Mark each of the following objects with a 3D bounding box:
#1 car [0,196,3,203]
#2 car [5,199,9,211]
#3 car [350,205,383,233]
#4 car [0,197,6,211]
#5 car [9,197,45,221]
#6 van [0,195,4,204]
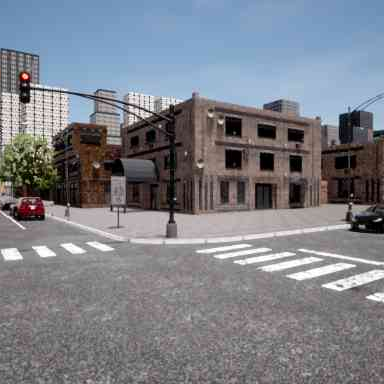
[{"bbox_3d":[-40.741,1.615,69.506,1.752,1.417,4.829,0,0,-33],"label":"car"},{"bbox_3d":[-16.584,1.586,32.286,1.947,1.339,4.313,0,0,-33],"label":"car"},{"bbox_3d":[10.379,1.357,17.922,4.313,1.339,1.947,-1,1,-33],"label":"car"},{"bbox_3d":[-22.600,1.597,41.556,1.947,1.339,4.313,0,0,-33],"label":"car"},{"bbox_3d":[-13.575,1.330,27.651,2.192,1.841,5.009,0,0,-33],"label":"car"},{"bbox_3d":[-37.640,1.418,64.729,1.690,1.788,3.998,0,0,-33],"label":"van"}]
